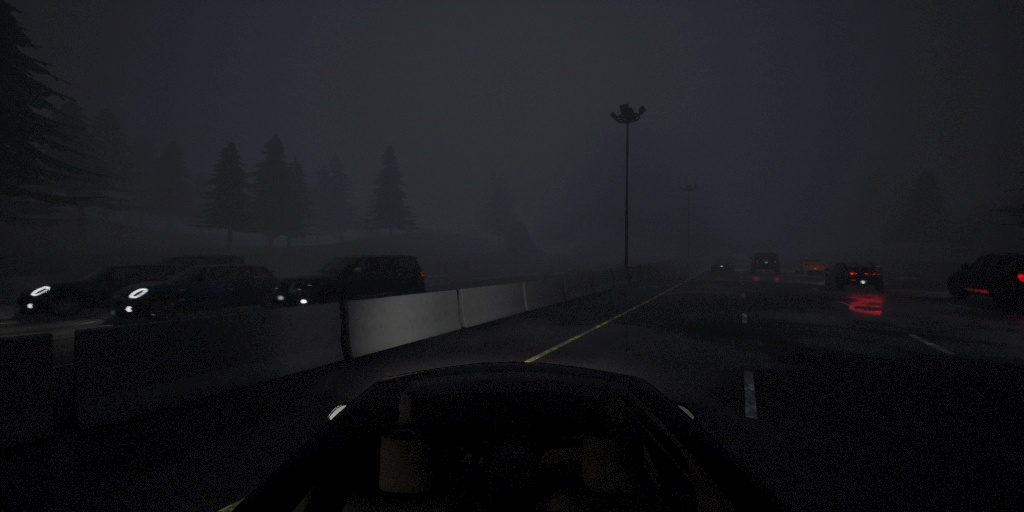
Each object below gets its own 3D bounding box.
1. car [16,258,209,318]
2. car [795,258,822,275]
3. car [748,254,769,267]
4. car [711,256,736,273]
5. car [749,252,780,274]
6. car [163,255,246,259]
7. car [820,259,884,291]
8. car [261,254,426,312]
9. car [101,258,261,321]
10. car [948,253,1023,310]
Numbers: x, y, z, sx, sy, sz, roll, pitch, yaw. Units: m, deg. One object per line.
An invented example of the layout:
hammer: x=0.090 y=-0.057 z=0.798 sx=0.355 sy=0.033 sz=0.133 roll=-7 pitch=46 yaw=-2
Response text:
car: x=-14.389 y=1.091 z=13.207 sx=2.097 sy=1.767 sz=4.553 roll=0 pitch=0 yaw=33
car: x=27.503 y=0.881 z=33.016 sx=1.882 sy=1.535 sz=5.008 roll=0 pitch=1 yaw=32
car: x=32.416 y=0.583 z=47.239 sx=2.128 sy=1.511 sz=4.902 roll=0 pitch=1 yaw=32
car: x=21.816 y=0.955 z=37.121 sx=1.994 sy=1.385 sz=4.181 roll=0 pitch=1 yaw=33
car: x=24.392 y=0.628 z=34.644 sx=2.150 sy=2.045 sz=5.566 roll=0 pitch=1 yaw=32
car: x=-15.908 y=0.956 z=17.339 sx=2.150 sy=2.045 sz=5.566 roll=0 pitch=0 yaw=32
car: x=19.794 y=1.115 z=20.909 sx=1.837 sy=1.490 sz=4.892 roll=0 pitch=0 yaw=32
car: x=-5.815 y=0.959 z=13.640 sx=2.150 sy=2.045 sz=5.566 roll=0 pitch=0 yaw=32
car: x=-10.657 y=1.093 z=12.552 sx=2.097 sy=1.767 sz=4.553 roll=0 pitch=0 yaw=32
car: x=19.308 y=0.900 z=13.627 sx=2.150 sy=2.045 sz=5.566 roll=0 pitch=0 yaw=32
